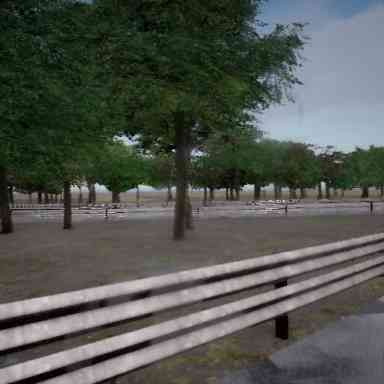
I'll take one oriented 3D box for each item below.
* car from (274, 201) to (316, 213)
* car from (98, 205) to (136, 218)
[{"bbox_3d":[13.584,1.935,43.899,5.357,1.411,2.033,-1,0,-4],"label":"car"},{"bbox_3d":[-9.499,2.410,42.288,4.674,1.442,1.812,-1,0,-4],"label":"car"}]
